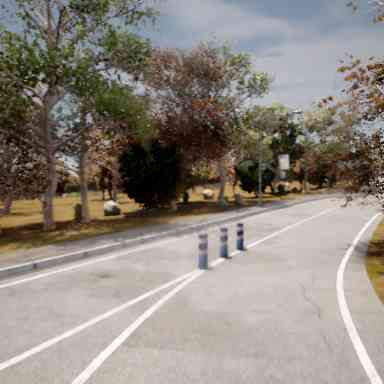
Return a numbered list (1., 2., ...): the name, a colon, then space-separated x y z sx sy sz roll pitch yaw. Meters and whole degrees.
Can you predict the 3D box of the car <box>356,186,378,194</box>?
1. car: 22.616 -0.512 43.009 1.994 1.385 4.181 -1 3 41
